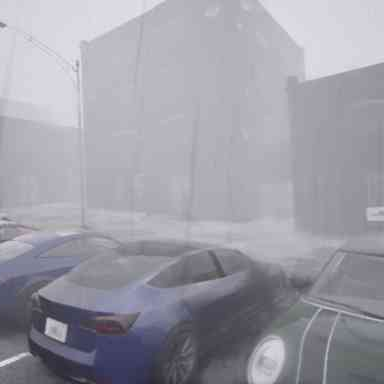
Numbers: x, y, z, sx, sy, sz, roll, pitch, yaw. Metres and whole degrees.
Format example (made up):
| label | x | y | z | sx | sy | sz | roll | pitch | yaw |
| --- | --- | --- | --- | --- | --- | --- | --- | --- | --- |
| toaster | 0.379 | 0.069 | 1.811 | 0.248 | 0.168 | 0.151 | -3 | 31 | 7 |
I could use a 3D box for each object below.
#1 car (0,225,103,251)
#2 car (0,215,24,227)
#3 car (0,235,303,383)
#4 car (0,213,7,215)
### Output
| label | x | y | z | sx | sy | sz | roll | pitch | yaw |
| --- | --- | --- | --- | --- | --- | --- | --- | --- | --- |
| car | -2.488 | 1.501 | 7.091 | 2.002 | 1.452 | 4.674 | 0 | 0 | 36 |
| car | -4.982 | 1.491 | 8.870 | 2.002 | 1.452 | 4.674 | 0 | 0 | 36 |
| car | -0.077 | 1.500 | 5.410 | 2.163 | 1.488 | 4.792 | 0 | 0 | 35 |
| car | -7.390 | 1.316 | 10.553 | 2.185 | 1.767 | 4.553 | 0 | 0 | 36 |
